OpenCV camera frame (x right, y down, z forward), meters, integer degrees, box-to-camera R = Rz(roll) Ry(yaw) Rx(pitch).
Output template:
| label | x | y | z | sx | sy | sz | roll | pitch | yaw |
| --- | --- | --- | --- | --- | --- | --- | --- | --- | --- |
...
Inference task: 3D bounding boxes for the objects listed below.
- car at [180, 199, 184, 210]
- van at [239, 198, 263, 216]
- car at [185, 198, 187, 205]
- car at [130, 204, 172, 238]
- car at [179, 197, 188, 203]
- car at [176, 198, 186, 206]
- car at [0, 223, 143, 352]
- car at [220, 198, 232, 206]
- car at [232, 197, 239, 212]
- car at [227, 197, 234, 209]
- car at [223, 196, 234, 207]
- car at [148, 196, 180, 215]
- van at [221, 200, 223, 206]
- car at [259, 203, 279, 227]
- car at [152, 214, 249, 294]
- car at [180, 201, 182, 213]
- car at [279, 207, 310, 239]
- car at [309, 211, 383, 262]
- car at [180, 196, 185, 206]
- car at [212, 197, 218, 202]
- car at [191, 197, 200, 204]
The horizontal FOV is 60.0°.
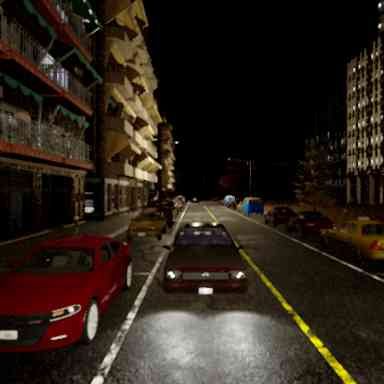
| label | x | y | z | sx | sy | sz | roll | pitch | yaw |
| --- | --- | --- | --- | --- | --- | --- | --- | --- | --- |
| car | -2.161 | 1.687 | 34.082 | 2.008 | 1.369 | 4.403 | 0 | 0 | 0 |
| van | 6.217 | 1.479 | 34.038 | 1.690 | 1.788 | 3.998 | 0 | 0 | 0 |
| car | -2.103 | 1.753 | 45.134 | 1.947 | 1.339 | 4.313 | 0 | 0 | 0 |
| car | -2.250 | 1.592 | 17.332 | 1.752 | 1.417 | 4.829 | 0 | 0 | 0 |
| car | -1.929 | 1.919 | 78.292 | 1.947 | 1.339 | 4.313 | 0 | 0 | 0 |
| car | -2.016 | 1.850 | 61.713 | 1.802 | 1.307 | 4.206 | 0 | 0 | 0 |
| car | -2.307 | 1.569 | 6.449 | 1.887 | 1.381 | 4.507 | 0 | 0 | 0 |
| car | 6.364 | 1.795 | 61.839 | 1.752 | 1.417 | 4.829 | 0 | 0 | 0 |
| car | 6.249 | 1.688 | 39.732 | 1.752 | 1.417 | 4.829 | 0 | 0 | 0 |
| car | 6.277 | 1.754 | 45.090 | 1.947 | 1.339 | 4.313 | 0 | 0 | 0 |
| car | 6.305 | 1.654 | 50.616 | 1.967 | 1.590 | 4.097 | 0 | 0 | 0 |
| car | -2.221 | 1.405 | 23.029 | 2.192 | 1.841 | 5.009 | 0 | 0 | 0 |
| van | 6.333 | 1.582 | 56.145 | 1.690 | 1.788 | 3.998 | 0 | 0 | 0 |
| car | 6.160 | 1.673 | 22.983 | 1.802 | 1.307 | 4.206 | 0 | 0 | 0 |
| car | 0.308 | 1.583 | 9.254 | 2.033 | 1.411 | 5.357 | 0 | 0 | 1 |
| car | -2.190 | 1.664 | 28.555 | 2.008 | 1.369 | 4.403 | 0 | 0 | 0 |
| car | 6.131 | 1.651 | 17.458 | 1.802 | 1.307 | 4.206 | 0 | 0 | 0 |
| car | 6.103 | 1.573 | 12.101 | 1.752 | 1.417 | 4.829 | 0 | 0 | 0 |
| car | -2.133 | 1.601 | 39.607 | 1.967 | 1.590 | 4.097 | 0 | 0 | 0 |
| car | 6.538 | 1.990 | 94.828 | 1.887 | 1.381 | 4.507 | 0 | 0 | 0 |
| car | 0.741 | 1.876 | 73.585 | 2.033 | 1.411 | 5.357 | 0 | 0 | 0 |
